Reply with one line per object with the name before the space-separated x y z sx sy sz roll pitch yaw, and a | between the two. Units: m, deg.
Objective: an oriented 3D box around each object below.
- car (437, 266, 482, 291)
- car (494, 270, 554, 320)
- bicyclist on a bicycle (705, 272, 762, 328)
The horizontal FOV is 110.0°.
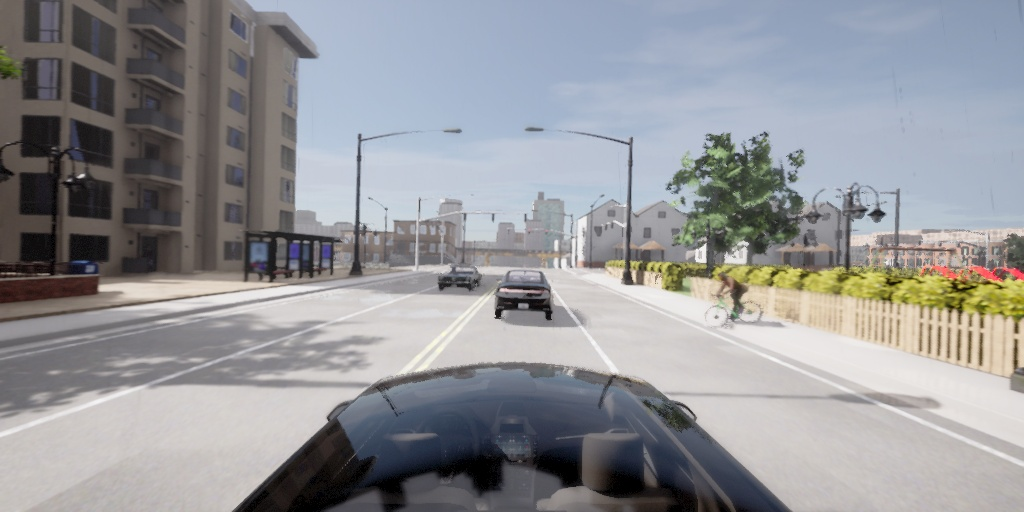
car | -2.910 1.245 20.735 1.895 1.301 4.718 2 0 2
car | 0.446 1.238 12.802 2.128 1.511 4.902 2 0 3
bicyclist on a bicycle | 6.403 1.265 10.484 1.656 1.620 0.582 -8 0 2
